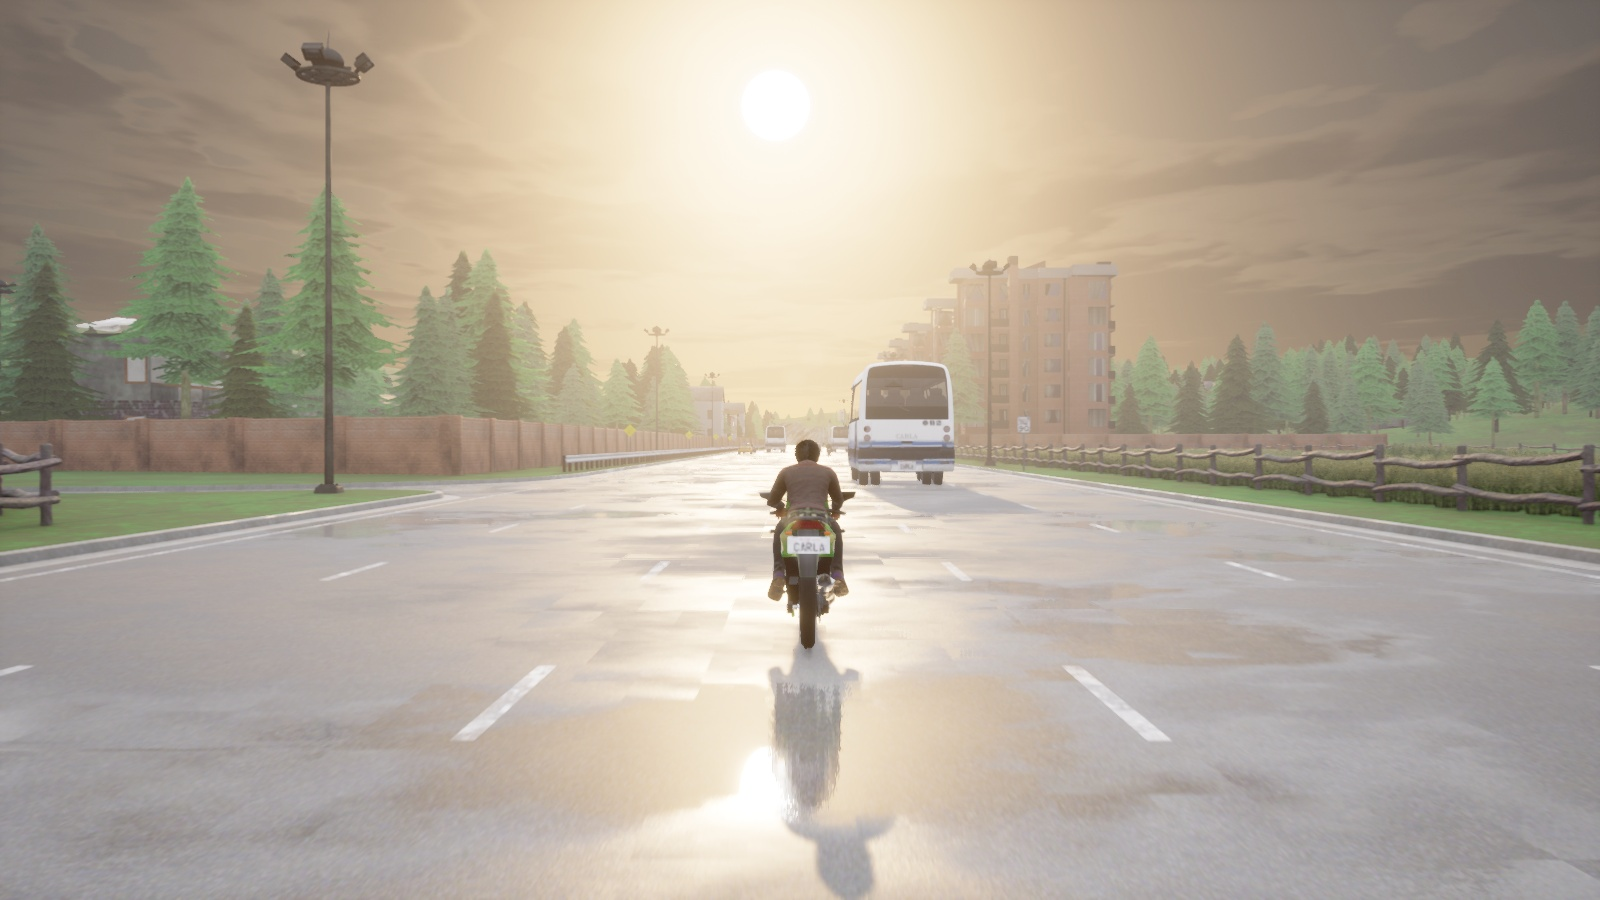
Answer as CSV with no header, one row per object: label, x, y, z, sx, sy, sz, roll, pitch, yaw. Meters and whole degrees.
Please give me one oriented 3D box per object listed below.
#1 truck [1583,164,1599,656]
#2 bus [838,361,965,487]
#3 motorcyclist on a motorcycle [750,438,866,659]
truck,7.064,-0.258,5.049,2.891,3.462,7.936,0,0,0
bus,3.578,-0.894,47.424,3.944,4.253,10.273,0,0,0
motorcyclist on a motorcycle,0.055,0.674,9.662,0.797,1.523,2.044,0,0,0
